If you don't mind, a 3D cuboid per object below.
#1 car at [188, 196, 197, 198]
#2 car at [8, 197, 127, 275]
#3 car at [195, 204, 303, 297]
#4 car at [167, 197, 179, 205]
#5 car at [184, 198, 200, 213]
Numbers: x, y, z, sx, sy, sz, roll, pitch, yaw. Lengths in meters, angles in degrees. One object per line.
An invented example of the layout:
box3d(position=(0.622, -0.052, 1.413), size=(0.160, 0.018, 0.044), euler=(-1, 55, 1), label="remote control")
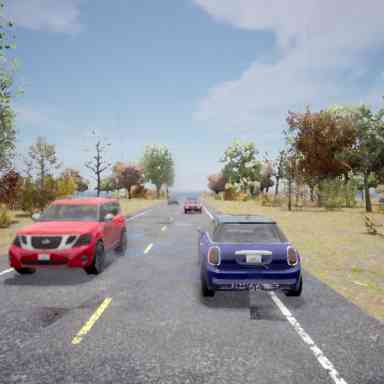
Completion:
box3d(position=(0.078, 1.424, 46.602), size=(2.097, 1.767, 4.553), euler=(0, 0, 0), label="car")
box3d(position=(-3.585, 1.222, 10.819), size=(2.150, 2.045, 5.566), euler=(0, 0, 0), label="car")
box3d(position=(1.236, 1.352, 8.762), size=(2.097, 1.767, 4.553), euler=(0, 0, 0), label="car")
box3d(position=(-3.418, 1.619, 60.065), size=(1.837, 1.490, 4.892), euler=(0, 0, 0), label="car")
box3d(position=(0.122, 1.642, 36.718), size=(1.895, 1.301, 4.718), euler=(0, 0, 0), label="car")
